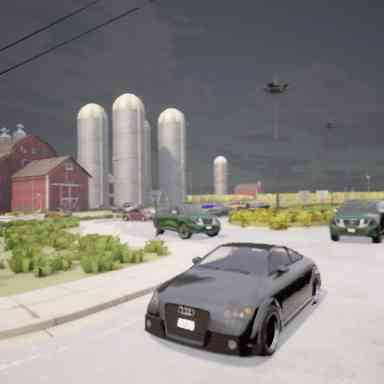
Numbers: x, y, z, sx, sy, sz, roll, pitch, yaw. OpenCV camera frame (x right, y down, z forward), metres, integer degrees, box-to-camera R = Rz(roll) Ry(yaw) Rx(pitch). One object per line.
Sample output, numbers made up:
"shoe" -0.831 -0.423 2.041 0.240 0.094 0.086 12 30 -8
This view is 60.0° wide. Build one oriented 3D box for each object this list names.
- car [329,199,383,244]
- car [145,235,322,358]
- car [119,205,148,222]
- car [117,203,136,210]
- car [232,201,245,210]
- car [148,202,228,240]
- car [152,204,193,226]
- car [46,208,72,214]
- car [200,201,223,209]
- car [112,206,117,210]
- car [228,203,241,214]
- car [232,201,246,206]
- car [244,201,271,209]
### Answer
"car" 8.932 1.431 17.618 2.150 2.045 5.566 -2 -1 35
"car" 1.037 1.689 6.336 1.994 1.385 4.181 -2 -1 34
"car" -5.473 2.391 35.417 3.905 1.438 1.784 -2 -1 35
"car" -9.511 2.640 53.170 3.866 1.878 1.905 -2 -1 35
"car" 7.184 2.328 53.996 4.605 1.855 1.932 -2 -1 35
"car" -0.478 1.680 20.638 2.150 2.045 5.566 0 -1 -31
"car" -1.671 2.043 30.465 2.097 1.767 4.553 -2 -1 20
"car" -16.723 2.731 41.763 4.193 1.474 1.816 -2 -1 35
"car" 4.285 2.960 73.058 4.611 1.667 2.242 -2 -1 35
"car" -11.521 2.944 57.262 2.128 1.511 4.902 -2 -1 34
"car" 3.421 2.337 39.804 2.033 1.411 5.357 -2 -1 35
"car" 13.350 3.338 93.744 1.895 1.301 4.718 -2 -1 34
"car" 10.186 2.354 49.430 2.128 1.511 4.902 -2 -2 36
